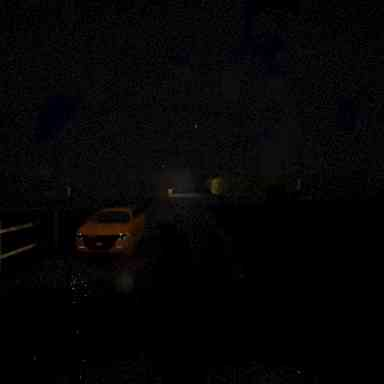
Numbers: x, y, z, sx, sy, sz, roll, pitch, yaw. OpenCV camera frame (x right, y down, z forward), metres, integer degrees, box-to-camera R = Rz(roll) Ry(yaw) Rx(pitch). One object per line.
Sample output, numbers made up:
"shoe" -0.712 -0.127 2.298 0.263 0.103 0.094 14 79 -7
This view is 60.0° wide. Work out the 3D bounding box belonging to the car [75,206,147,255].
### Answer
"car" -2.938 1.341 12.914 1.882 1.535 5.008 0 1 0
